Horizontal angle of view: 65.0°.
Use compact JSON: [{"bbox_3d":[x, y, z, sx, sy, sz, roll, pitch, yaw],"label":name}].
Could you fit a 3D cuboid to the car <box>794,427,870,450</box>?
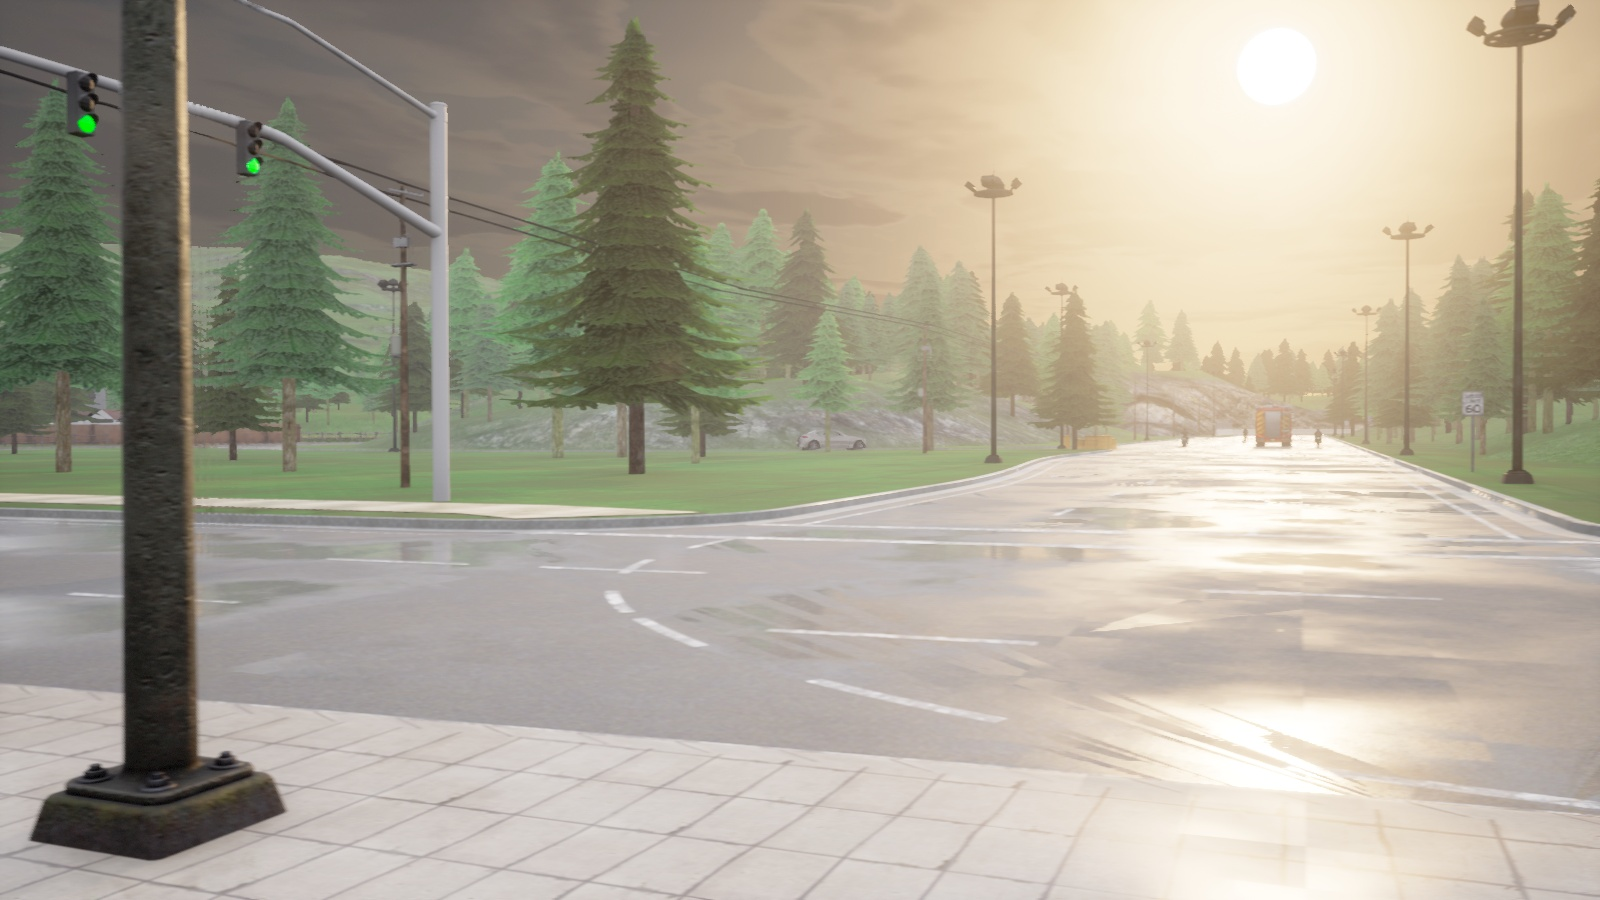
[{"bbox_3d":[2.277,-0.814,89.220,5.027,1.651,2.152,0,1,-11],"label":"car"}]
